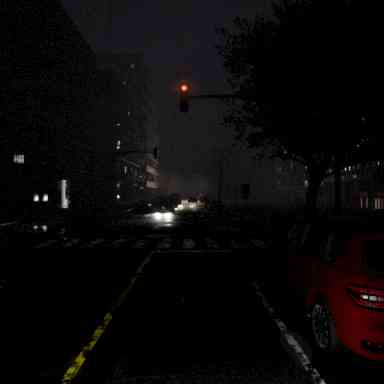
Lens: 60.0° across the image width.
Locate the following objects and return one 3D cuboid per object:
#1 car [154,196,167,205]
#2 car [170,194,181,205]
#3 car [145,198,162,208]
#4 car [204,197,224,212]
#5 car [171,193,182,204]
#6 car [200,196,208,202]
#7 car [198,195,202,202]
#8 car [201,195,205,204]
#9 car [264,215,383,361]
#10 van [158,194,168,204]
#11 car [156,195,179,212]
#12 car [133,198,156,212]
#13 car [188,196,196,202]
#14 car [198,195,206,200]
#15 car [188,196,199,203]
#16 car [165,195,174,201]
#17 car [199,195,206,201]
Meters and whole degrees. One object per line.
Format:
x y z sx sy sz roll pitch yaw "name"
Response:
-5.660 1.475 60.424 1.967 1.590 4.097 0 0 0 "car"
-3.062 1.500 49.409 1.882 1.535 5.008 0 0 0 "car"
-5.665 1.573 49.358 2.008 1.369 4.403 0 0 0 "car"
2.710 1.556 38.288 1.887 1.381 4.507 0 0 0 "car"
-3.037 1.256 60.122 2.150 2.045 5.566 0 0 0 "car"
2.728 1.583 77.187 1.752 1.417 4.829 0 0 0 "car"
2.723 1.624 65.951 1.802 1.307 4.206 0 0 0 "car"
2.715 1.548 49.524 1.752 1.417 4.829 0 0 0 "car"
2.696 1.315 5.900 2.192 1.841 5.009 0 0 0 "car"
-5.657 1.383 65.957 1.690 1.788 3.998 0 0 0 "van"
-3.074 1.504 39.188 2.128 1.511 4.902 0 0 2 "car"
-5.670 1.562 38.292 2.008 1.369 4.403 0 0 0 "car"
0.040 1.656 79.369 1.895 1.301 4.718 0 0 0 "car"
2.736 1.637 93.615 2.008 1.369 4.403 0 0 0 "car"
0.137 1.611 69.468 1.994 1.385 4.181 0 0 0 "car"
-5.650 1.506 82.554 1.967 1.590 4.097 0 0 0 "car"
2.733 1.620 88.083 1.887 1.381 4.507 0 0 0 "car"
